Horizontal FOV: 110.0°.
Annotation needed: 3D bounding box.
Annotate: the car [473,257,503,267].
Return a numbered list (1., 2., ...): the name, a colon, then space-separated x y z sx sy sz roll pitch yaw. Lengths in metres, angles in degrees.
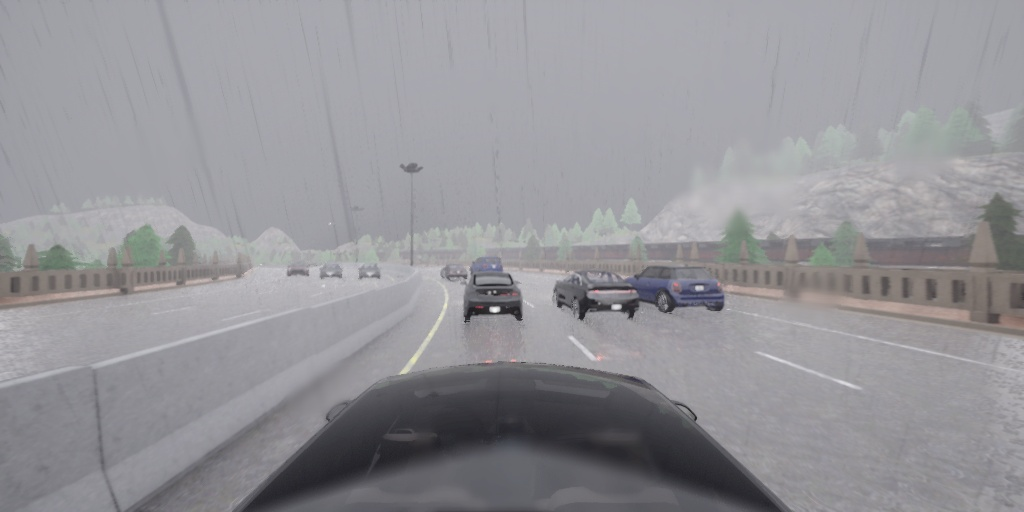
1. car: -2.558 1.105 35.456 2.150 2.045 5.566 0 0 -20

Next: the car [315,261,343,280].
1. car: -17.833 1.506 35.532 2.128 1.511 4.902 0 0 -24

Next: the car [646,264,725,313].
1. car: 6.072 1.112 14.192 2.097 1.767 4.553 0 0 -7

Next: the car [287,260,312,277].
1. car: -24.362 1.451 41.002 2.097 1.767 4.553 0 0 -28

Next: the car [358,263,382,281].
1. car: -13.488 1.461 34.098 2.128 1.511 4.902 0 0 -22

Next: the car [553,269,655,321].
1. car: 2.758 1.266 12.720 2.128 1.511 4.902 0 0 -6

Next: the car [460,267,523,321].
1. car: -0.750 1.300 12.698 1.837 1.490 4.892 0 0 -6

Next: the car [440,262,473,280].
1. car: -5.425 1.447 33.180 2.033 1.411 5.357 0 0 -19
